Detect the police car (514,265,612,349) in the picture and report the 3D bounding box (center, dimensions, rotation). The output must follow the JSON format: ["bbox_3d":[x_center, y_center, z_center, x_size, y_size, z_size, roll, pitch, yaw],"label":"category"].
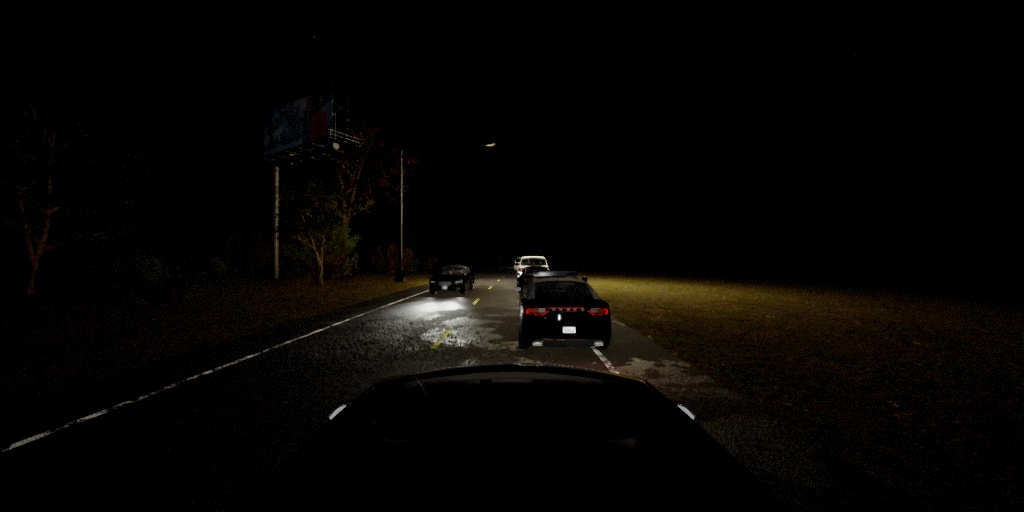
[{"bbox_3d":[1.100,1.184,9.286,1.930,1.638,5.238,0,0,1],"label":"police car"}]

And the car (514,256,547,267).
[{"bbox_3d":[1.446,1.044,25.151,2.150,2.045,5.566,0,0,2],"label":"car"}]

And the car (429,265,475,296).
[{"bbox_3d":[-3.220,1.286,19.915,2.128,1.511,4.902,0,0,1],"label":"car"}]

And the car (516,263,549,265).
[{"bbox_3d":[1.277,1.296,19.142,1.837,1.490,4.892,0,0,1],"label":"car"}]

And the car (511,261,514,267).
[{"bbox_3d":[1.395,1.203,46.496,2.150,2.045,5.566,0,0,4],"label":"car"}]
